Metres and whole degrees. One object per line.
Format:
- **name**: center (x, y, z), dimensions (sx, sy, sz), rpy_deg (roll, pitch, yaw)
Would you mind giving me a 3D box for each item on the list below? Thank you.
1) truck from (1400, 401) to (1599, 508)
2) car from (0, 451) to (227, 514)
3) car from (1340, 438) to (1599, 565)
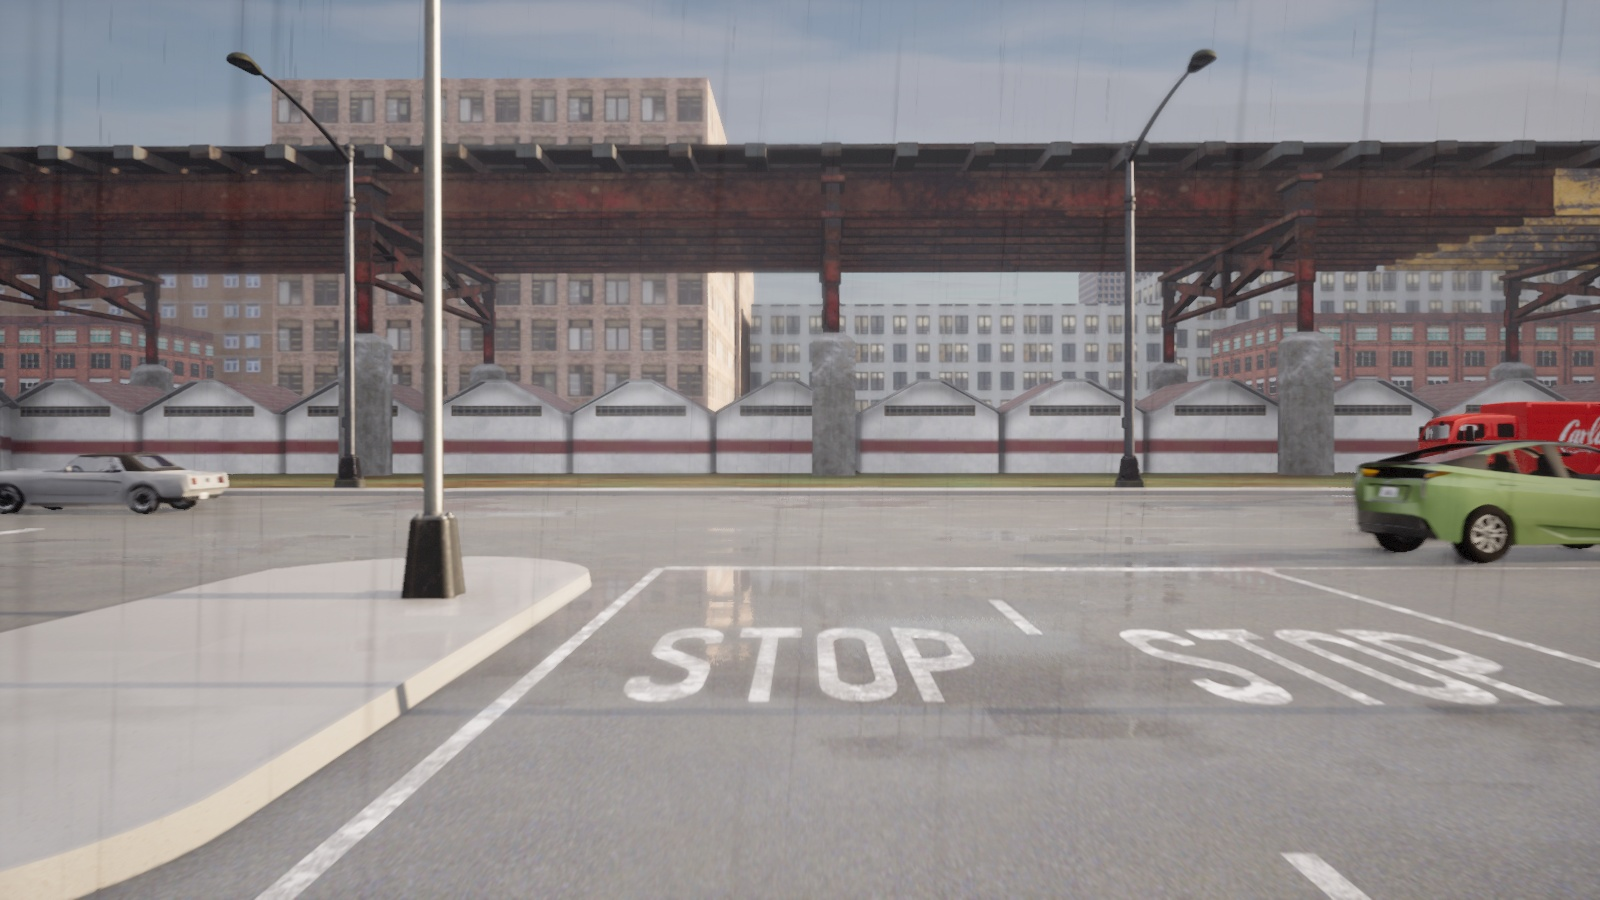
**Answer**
- **truck**: center (17.728, 0.103, 30.332), dimensions (5.204, 2.467, 2.627), rpy_deg (0, 0, 1)
- **car**: center (-15.183, 0.682, 27.149), dimensions (4.718, 1.301, 1.895), rpy_deg (0, 0, 1)
- **car**: center (9.698, 0.609, 16.385), dimensions (4.514, 1.525, 2.007), rpy_deg (0, 0, -10)
